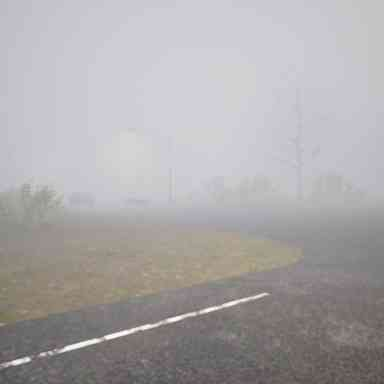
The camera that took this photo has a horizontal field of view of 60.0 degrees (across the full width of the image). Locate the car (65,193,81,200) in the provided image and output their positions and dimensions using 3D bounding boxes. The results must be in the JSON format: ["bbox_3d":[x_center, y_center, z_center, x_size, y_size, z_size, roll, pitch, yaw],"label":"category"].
[{"bbox_3d":[-25.368,0.958,70.843,1.837,1.490,4.892,-1,1,-37],"label":"car"}]

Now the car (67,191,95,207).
[{"bbox_3d":[-15.351,0.903,46.052,2.150,2.045,5.566,-1,1,-37],"label":"car"}]

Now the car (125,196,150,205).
[{"bbox_3d":[-7.937,1.214,47.821,1.895,1.301,4.718,-1,1,-37],"label":"car"}]
